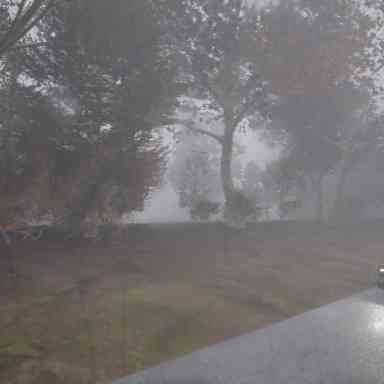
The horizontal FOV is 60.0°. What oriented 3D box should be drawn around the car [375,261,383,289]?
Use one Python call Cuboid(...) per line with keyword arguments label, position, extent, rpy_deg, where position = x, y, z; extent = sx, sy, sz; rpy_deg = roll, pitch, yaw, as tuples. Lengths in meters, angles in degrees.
Cuboid(label="car", position=(6.476, 1.579, 7.996), extent=(5.357, 1.411, 2.033), rpy_deg=(0, 0, -38))
